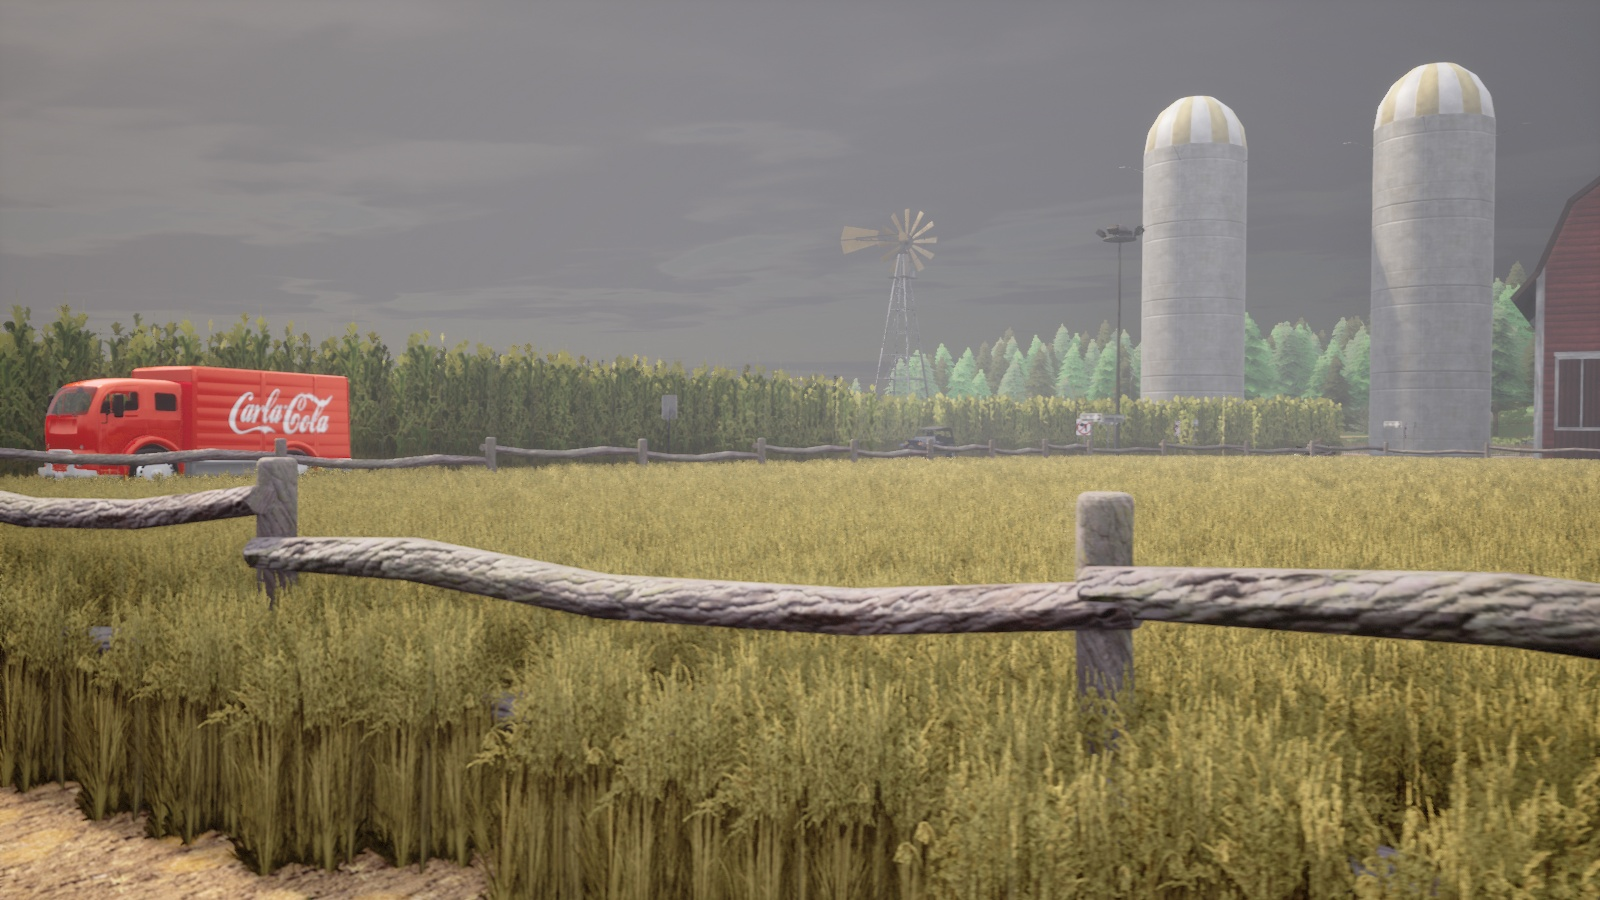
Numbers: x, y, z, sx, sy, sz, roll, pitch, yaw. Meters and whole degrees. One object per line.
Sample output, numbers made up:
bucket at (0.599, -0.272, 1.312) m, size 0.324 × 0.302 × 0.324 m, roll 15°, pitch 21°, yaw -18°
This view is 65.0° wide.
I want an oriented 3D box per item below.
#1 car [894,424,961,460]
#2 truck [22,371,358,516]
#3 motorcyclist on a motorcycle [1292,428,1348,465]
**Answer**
car at (6.915, -0.450, 67.693) m, size 1.905 × 1.878 × 3.866 m, roll 0°, pitch 1°, yaw 36°
truck at (-11.564, -0.128, 24.204) m, size 2.627 × 2.467 × 5.204 m, roll 0°, pitch 0°, yaw 34°
motorcyclist on a motorcycle at (22.593, -0.165, 54.606) m, size 2.191 × 1.530 × 0.866 m, roll -1°, pitch 2°, yaw -17°
